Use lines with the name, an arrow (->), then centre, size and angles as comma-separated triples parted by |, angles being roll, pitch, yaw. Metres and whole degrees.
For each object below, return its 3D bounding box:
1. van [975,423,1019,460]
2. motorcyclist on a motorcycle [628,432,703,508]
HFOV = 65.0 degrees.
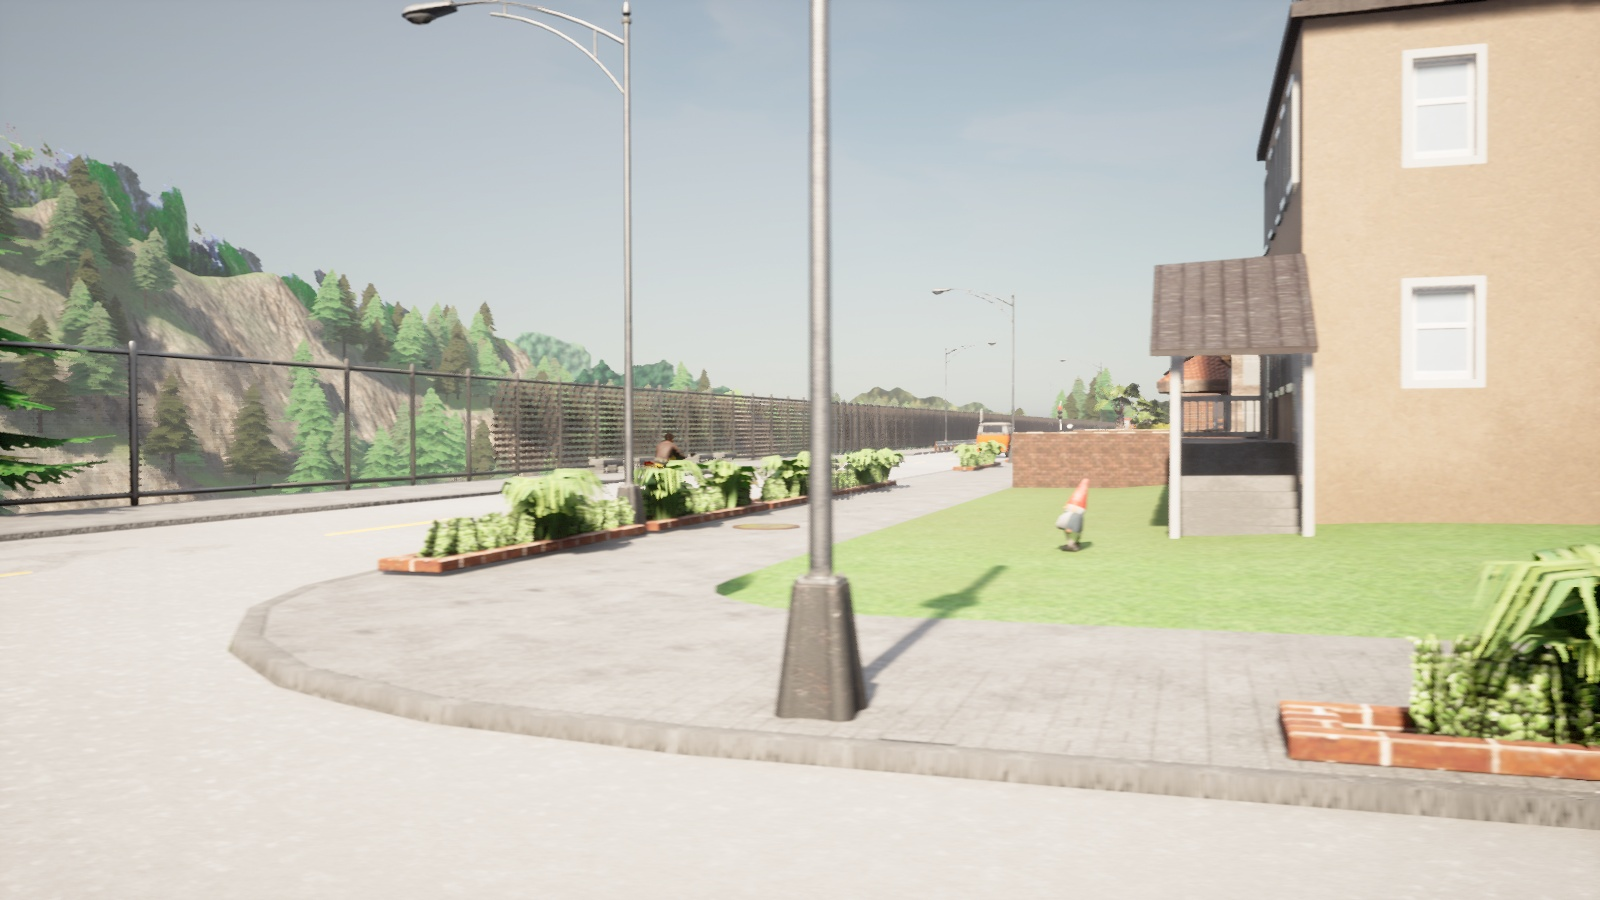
van -> 11.148, -0.499, 70.772 | 1.775, 1.987, 4.442 | 1, 1, 17
motorcyclist on a motorcycle -> -2.784, 0.383, 26.229 | 0.797, 1.523, 2.044 | 0, 1, 17
